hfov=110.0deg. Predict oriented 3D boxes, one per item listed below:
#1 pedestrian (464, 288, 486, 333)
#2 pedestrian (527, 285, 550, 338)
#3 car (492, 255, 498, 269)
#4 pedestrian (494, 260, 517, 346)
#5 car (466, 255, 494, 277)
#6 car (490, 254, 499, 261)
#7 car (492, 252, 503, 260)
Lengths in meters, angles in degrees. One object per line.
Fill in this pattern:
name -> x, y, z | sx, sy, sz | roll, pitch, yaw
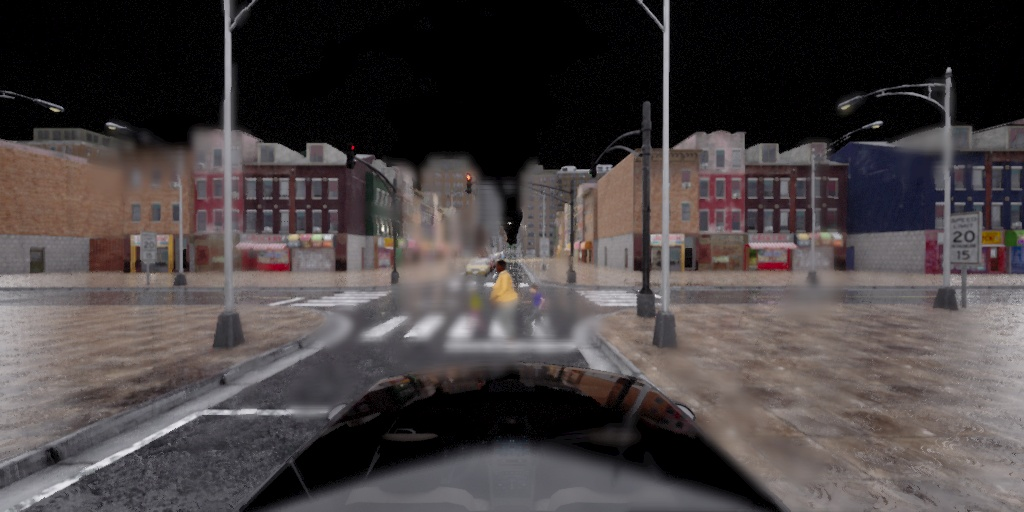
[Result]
pedestrian -> -0.874, 1.314, 8.798 | 0.500, 1.100, 0.500 | 0, 0, 0
pedestrian -> 0.616, 1.223, 8.250 | 0.375, 1.300, 0.375 | 0, 0, 0
car -> -2.688, 0.808, 34.669 | 1.888, 1.381, 4.507 | 0, 0, 0
pedestrian -> -0.134, 0.953, 7.594 | 0.375, 1.860, 0.375 | 0, 0, 0
car -> -2.679, 0.867, 28.895 | 1.751, 1.417, 4.829 | 0, 0, 0
car -> -2.697, 0.767, 40.273 | 1.802, 1.307, 4.207 | 0, 0, 0
car -> -2.715, 0.475, 51.483 | 1.967, 1.591, 4.097 | 0, 0, 0
